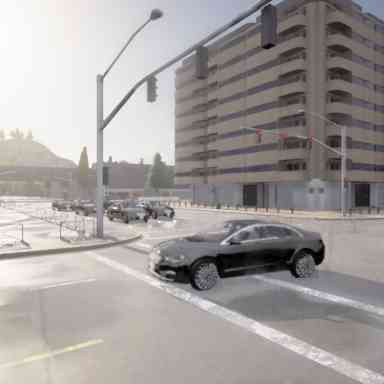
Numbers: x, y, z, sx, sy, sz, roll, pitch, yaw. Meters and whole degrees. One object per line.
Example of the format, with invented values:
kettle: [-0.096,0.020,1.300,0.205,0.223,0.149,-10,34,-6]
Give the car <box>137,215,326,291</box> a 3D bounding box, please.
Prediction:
car: [1.290,1.502,8.882,4.902,1.511,2.128,1,-1,-24]

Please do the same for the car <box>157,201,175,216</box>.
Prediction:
car: [-3.365,1.547,29.522,2.128,1.511,4.902,0,0,-35]

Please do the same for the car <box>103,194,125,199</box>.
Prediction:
car: [-9.065,1.277,37.573,2.150,2.045,5.566,0,0,-35]

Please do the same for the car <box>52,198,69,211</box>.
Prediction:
car: [-16.086,1.547,41.446,2.128,1.511,4.902,0,0,-35]

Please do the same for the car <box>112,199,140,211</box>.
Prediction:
car: [-8.607,1.619,43.327,1.994,1.385,4.181,0,0,-35]

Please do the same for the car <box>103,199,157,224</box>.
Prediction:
car: [-5.032,1.547,25.819,2.128,1.511,4.902,0,0,-35]

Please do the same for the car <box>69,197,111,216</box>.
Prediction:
car: [-10.279,1.547,33.231,2.128,1.511,4.902,0,0,-35]
